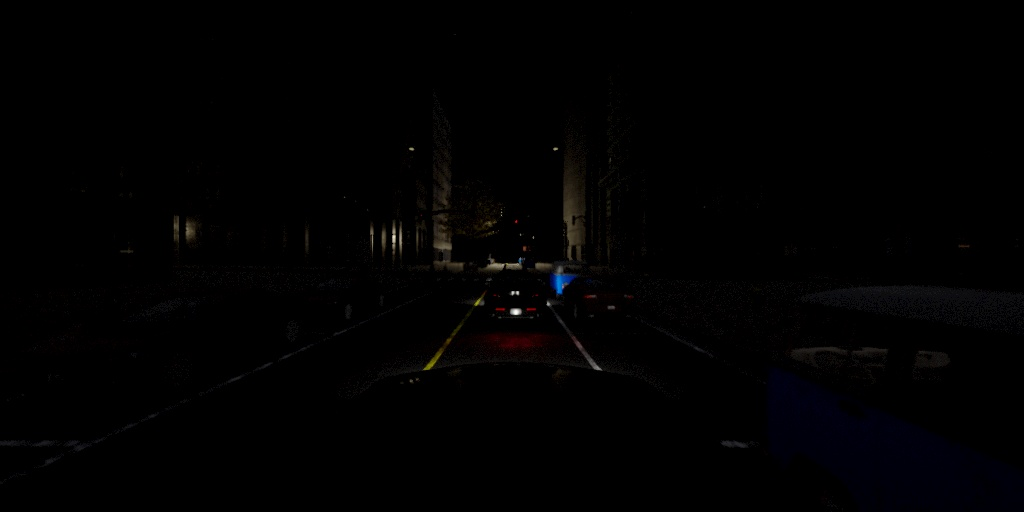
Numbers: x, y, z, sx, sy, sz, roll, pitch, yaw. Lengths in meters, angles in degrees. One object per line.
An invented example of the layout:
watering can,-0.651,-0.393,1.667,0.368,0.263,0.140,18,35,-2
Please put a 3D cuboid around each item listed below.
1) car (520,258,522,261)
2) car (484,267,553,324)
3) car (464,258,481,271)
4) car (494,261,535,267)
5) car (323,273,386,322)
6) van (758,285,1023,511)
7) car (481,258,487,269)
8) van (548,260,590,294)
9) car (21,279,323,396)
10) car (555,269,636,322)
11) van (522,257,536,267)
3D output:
car,2.793,1.419,61.197,1.948,1.339,4.313,0,0,0
car,0.106,1.267,12.000,1.837,1.490,4.892,0,-1,0
car,-5.744,1.356,50.221,1.751,1.417,4.829,0,0,0
car,0.116,1.271,22.941,2.128,1.511,4.902,0,0,0
car,-5.775,1.309,12.298,1.888,1.381,4.507,0,0,0
van,2.773,1.090,1.226,1.690,1.789,3.998,0,0,0
car,-5.732,1.398,60.971,1.888,1.381,4.507,0,0,0
van,2.784,1.112,17.801,1.690,1.789,3.998,0,0,0
car,-5.776,1.302,6.773,1.888,1.381,4.507,0,0,0
car,2.781,1.309,12.275,1.888,1.381,4.507,0,0,0
van,2.790,1.182,55.785,1.690,1.789,3.998,0,0,0
